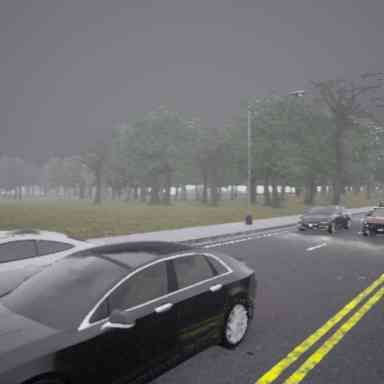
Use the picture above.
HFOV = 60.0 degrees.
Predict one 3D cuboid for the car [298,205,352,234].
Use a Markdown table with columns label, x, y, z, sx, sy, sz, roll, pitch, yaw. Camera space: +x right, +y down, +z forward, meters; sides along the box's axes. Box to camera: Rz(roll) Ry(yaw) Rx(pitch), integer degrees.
| label | x | y | z | sx | sy | sz | roll | pitch | yaw |
| --- | --- | --- | --- | --- | --- | --- | --- | --- | --- |
| car | 7.895 | 1.531 | 19.525 | 1.837 | 1.490 | 4.892 | 1 | 0 | 41 |

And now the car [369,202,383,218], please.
| label | x | y | z | sx | sy | sz | roll | pitch | yaw |
| --- | --- | --- | --- | --- | --- | --- | --- | --- | --- |
| car | 18.792 | 1.703 | 32.178 | 1.895 | 1.301 | 4.718 | 1 | 0 | 41 |

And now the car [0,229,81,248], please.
| label | x | y | z | sx | sy | sz | roll | pitch | yaw |
| --- | --- | --- | --- | --- | --- | --- | --- | --- | --- |
| car | -3.626 | 1.464 | 6.147 | 1.812 | 1.442 | 4.674 | 1 | 0 | 41 |

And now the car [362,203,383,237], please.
| label | x | y | z | sx | sy | sz | roll | pitch | yaw |
| --- | --- | --- | --- | --- | --- | --- | --- | --- | --- |
| car | 10.557 | 1.538 | 17.635 | 1.882 | 1.535 | 5.008 | 1 | 0 | 41 |

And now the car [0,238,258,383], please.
| label | x | y | z | sx | sy | sz | roll | pitch | yaw |
| --- | --- | --- | --- | --- | --- | --- | --- | --- | --- |
| car | -0.937 | 1.478 | 4.290 | 1.837 | 1.490 | 4.892 | 1 | 0 | 41 |
